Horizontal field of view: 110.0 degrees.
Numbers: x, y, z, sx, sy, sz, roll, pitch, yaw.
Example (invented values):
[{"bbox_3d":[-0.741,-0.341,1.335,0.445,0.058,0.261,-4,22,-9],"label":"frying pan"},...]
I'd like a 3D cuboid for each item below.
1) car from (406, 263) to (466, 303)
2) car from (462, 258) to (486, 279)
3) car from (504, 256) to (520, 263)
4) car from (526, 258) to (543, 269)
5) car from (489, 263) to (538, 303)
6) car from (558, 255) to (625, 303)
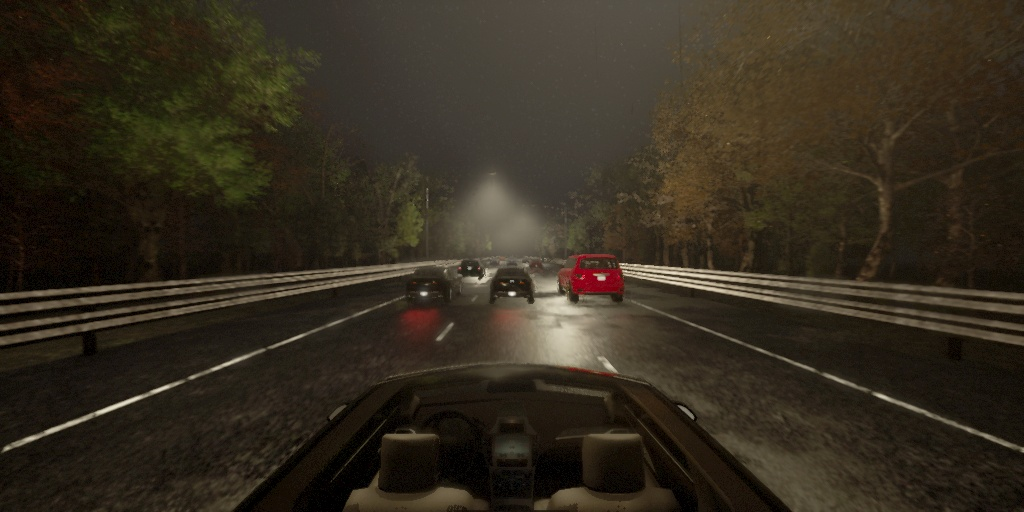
[{"bbox_3d":[-3.497,1.243,16.654,1.837,1.490,4.892,0,0,0],"label":"car"},{"bbox_3d":[-3.496,1.068,31.626,2.097,1.767,4.553,0,0,0],"label":"car"},{"bbox_3d":[0.005,1.210,63.716,2.033,1.411,5.357,0,0,0],"label":"car"},{"bbox_3d":[3.505,1.207,53.719,1.812,1.442,4.674,0,0,0],"label":"car"},{"bbox_3d":[0.003,1.243,16.654,1.837,1.490,4.892,0,0,0],"label":"car"},{"bbox_3d":[3.502,0.959,16.703,2.150,2.045,5.566,0,0,0],"label":"car"}]
